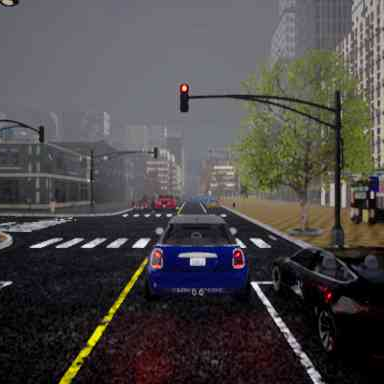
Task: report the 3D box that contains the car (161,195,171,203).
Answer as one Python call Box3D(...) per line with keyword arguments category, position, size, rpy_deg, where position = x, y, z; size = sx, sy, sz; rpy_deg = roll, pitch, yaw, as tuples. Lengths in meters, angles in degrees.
Box3D(category="car", position=(-5.608, 1.474, 71.416), size=(1.752, 1.417, 4.829), rpy_deg=(0, 0, 0))

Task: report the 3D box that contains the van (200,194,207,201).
Box3D(category="van", position=(2.787, 1.282, 82.681), size=(1.690, 1.788, 3.998), rpy_deg=(0, 0, 0))

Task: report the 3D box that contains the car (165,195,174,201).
Box3D(category="car", position=(-5.595, 1.492, 82.688), size=(2.008, 1.369, 4.403), rpy_deg=(0, 0, 0))

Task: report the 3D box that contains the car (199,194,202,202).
Box3D(category="car", position=(2.760, 1.507, 60.477), size=(2.008, 1.369, 4.403), rpy_deg=(0, 0, 0))

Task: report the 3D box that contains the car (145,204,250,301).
Box3D(category="car", position=(0.110, 1.346, 8.461), size=(2.097, 1.767, 4.553), rpy_deg=(0, 0, 0))

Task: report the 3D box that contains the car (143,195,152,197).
Box3D(category="car", position=(-5.637, 1.283, 43.830), size=(2.192, 1.841, 5.009), rpy_deg=(0, 0, 0))

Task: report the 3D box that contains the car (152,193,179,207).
Box3D(category="car", position=(-3.046, 1.192, 39.427), size=(2.150, 2.045, 5.566), rpy_deg=(0, 0, 0))

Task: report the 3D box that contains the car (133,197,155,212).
Box3D(category="car", position=(-5.644, 1.553, 38.279), size=(1.802, 1.307, 4.206), rpy_deg=(0, 0, 0))

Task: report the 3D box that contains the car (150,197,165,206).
Box3D(category="car", position=(-5.626, 1.511, 54.933), size=(2.008, 1.369, 4.403), rpy_deg=(0, 0, 0))

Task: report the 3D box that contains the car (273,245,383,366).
Box3D(category="car", position=(2.700, 1.561, 5.794), size=(1.947, 1.339, 4.313), rpy_deg=(0, 0, 0))

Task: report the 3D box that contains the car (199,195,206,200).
Box3D(category="car", position=(2.792, 1.463, 88.402), size=(1.752, 1.417, 4.829), rpy_deg=(0, 0, 0))

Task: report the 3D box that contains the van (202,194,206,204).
Box3D(category="van", position=(2.749, 1.305, 49.375), size=(1.690, 1.788, 3.998), rpy_deg=(0, 0, 0))

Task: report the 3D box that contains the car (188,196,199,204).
Box3D(category="car", position=(0.167, 1.503, 60.910), size=(2.033, 1.411, 5.357), rpy_deg=(0, 0, 0))

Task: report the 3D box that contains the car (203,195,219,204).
Box3D(category="car", position=(2.742, 1.493, 43.993), size=(1.752, 1.417, 4.829), rpy_deg=(0, 0, 0))

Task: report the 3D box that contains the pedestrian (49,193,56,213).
Box3D(category="pedestrian", position=(-12.716, 1.014, 30.291), size=(0.375, 1.860, 0.375), rpy_deg=(0, -1, -1))

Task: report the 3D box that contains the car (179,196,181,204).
Box3D(category="car", position=(-3.034, 1.490, 49.505), size=(1.812, 1.442, 4.674), rpy_deg=(0, 0, 0))

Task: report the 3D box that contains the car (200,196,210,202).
Box3D(category="car", position=(2.773, 1.514, 71.579), size=(1.947, 1.339, 4.313), rpy_deg=(0, 0, 0))

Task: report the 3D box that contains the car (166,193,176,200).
Box3D(category="car", position=(-5.588, 1.252, 88.239), size=(2.192, 1.841, 5.009), rpy_deg=(0, 0, 0))
